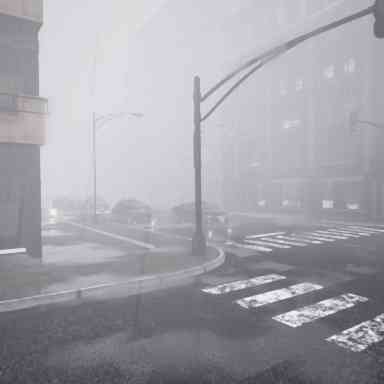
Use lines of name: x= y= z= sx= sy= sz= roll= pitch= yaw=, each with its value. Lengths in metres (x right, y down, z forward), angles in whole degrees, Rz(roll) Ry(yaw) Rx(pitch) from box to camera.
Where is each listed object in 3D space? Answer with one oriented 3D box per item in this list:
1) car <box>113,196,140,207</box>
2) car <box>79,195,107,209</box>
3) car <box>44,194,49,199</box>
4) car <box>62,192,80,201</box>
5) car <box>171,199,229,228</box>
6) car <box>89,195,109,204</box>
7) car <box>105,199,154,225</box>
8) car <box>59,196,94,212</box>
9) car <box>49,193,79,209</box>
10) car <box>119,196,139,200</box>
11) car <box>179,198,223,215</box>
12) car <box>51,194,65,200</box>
car: x=-9.103 y=1.266 z=45.971 sx=1.752 sy=1.417 sz=4.829 roll=-1 pitch=1 yaw=-35
car: x=-11.470 y=1.397 z=39.230 sx=2.033 sy=1.411 sz=5.357 roll=-1 pitch=1 yaw=-35
car: x=-34.983 y=1.075 z=83.346 sx=1.752 sy=1.417 sz=4.829 roll=-1 pitch=1 yaw=-35
car: x=-25.183 y=0.935 z=69.189 sx=2.192 sy=1.841 sz=5.009 roll=-1 pitch=1 yaw=-35
car: x=0.419 y=1.434 z=22.043 sx=2.128 sy=1.511 sz=4.902 roll=-1 pitch=1 yaw=-35
car: x=-15.573 y=1.217 z=55.315 sx=1.752 sy=1.417 sz=4.829 roll=-1 pitch=1 yaw=-35
car: x=-4.390 y=1.509 z=24.221 sx=1.887 sy=1.381 sz=4.507 roll=-1 pitch=1 yaw=-35
car: x=-12.658 y=1.448 z=36.388 sx=2.008 sy=1.369 sz=4.403 roll=-1 pitch=1 yaw=-35
car: x=-15.894 y=1.313 z=41.059 sx=1.967 sy=1.590 sz=4.097 roll=-1 pitch=1 yaw=-35
car: x=-5.467 y=1.374 z=30.548 sx=1.882 sy=1.535 sz=5.008 roll=-1 pitch=1 yaw=-35
car: x=0.782 y=1.360 z=31.879 sx=1.887 sy=1.381 sz=4.507 roll=-1 pitch=1 yaw=-35
car: x=-31.651 y=1.124 z=78.535 sx=2.008 sy=1.369 sz=4.403 roll=-1 pitch=1 yaw=-35
